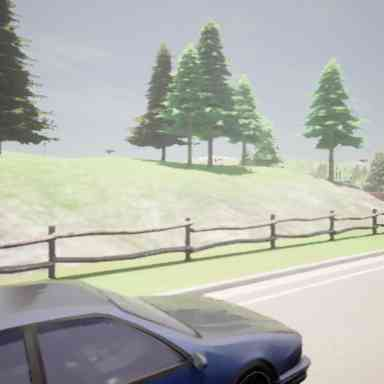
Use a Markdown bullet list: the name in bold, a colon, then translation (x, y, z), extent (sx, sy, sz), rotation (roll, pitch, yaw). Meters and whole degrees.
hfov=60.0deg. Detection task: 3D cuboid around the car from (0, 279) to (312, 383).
- **car**: translation (-1.307, 1.552, 2.812), extent (5.357, 1.411, 2.033), rotation (0, 0, -36)
